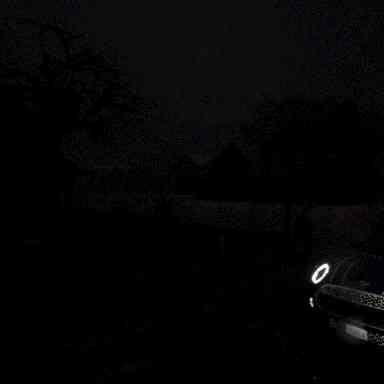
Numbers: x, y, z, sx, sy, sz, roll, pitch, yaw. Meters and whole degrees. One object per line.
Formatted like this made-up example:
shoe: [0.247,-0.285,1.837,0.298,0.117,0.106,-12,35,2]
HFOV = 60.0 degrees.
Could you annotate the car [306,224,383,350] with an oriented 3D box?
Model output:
car: [4.074,1.313,5.855,4.553,1.767,2.097,0,0,-36]
